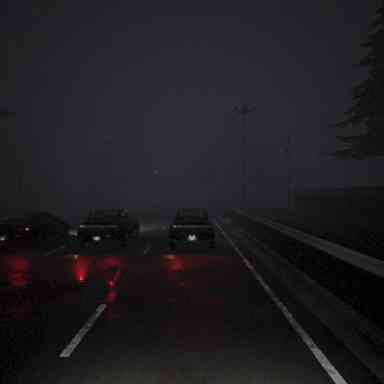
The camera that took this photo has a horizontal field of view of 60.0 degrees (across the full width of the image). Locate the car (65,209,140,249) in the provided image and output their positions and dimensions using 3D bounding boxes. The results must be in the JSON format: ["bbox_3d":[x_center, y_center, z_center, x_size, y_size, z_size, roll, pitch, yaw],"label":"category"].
[{"bbox_3d":[-3.500,1.494,14.650,2.128,1.511,4.902,0,0,0],"label":"car"}]

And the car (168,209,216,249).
[{"bbox_3d":[0.000,1.494,14.650,2.128,1.511,4.902,0,0,0],"label":"car"}]

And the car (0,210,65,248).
[{"bbox_3d":[-7.000,1.532,14.650,1.812,1.442,4.674,0,0,0],"label":"car"}]
